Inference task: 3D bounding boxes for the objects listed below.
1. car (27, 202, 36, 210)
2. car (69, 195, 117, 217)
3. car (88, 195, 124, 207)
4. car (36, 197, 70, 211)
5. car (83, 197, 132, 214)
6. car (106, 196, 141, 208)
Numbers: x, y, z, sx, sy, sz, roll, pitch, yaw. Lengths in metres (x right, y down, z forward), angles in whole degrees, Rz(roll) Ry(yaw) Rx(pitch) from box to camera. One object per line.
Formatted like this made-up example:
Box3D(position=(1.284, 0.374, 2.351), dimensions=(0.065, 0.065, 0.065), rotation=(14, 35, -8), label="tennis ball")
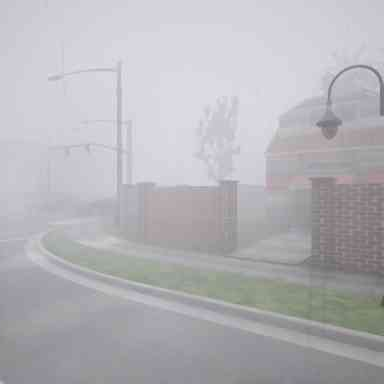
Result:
Box3D(position=(-17.720, 1.397, 40.829), dimensions=(1.812, 1.442, 4.674), rotation=(0, 1, 37), label="car")
Box3D(position=(-8.086, 1.378, 30.020), dimensions=(1.882, 1.535, 5.008), rotation=(0, 1, 37), label="car")
Box3D(position=(-12.321, 1.268, 47.977), dimensions=(1.837, 1.490, 4.892), rotation=(0, 1, 37), label="car")
Box3D(position=(-14.990, 1.373, 38.642), dimensions=(1.837, 1.490, 4.892), rotation=(0, 1, 36), label="car")
Box3D(position=(-8.740, 1.362, 34.962), dimensions=(1.837, 1.490, 4.892), rotation=(0, 1, 37), label="car")
Box3D(position=(-9.412, 1.285, 46.028), dimensions=(1.812, 1.442, 4.674), rotation=(0, 1, 37), label="car")
